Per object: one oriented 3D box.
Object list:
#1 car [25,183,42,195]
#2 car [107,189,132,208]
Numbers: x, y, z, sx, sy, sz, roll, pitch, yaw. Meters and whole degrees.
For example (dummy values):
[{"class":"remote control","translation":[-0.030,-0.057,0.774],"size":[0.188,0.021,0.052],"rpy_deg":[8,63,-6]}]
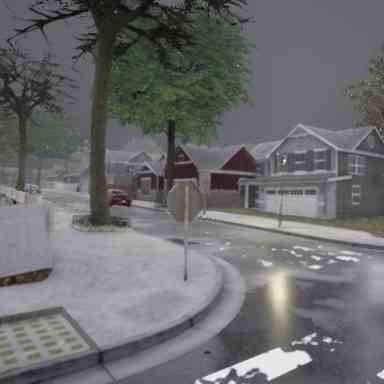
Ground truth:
[{"class":"car","translation":[-21.545,-0.422,44.686],"size":[1.812,1.442,4.674],"rpy_deg":[1,1,-35]},{"class":"car","translation":[-6.805,0.482,28.362],"size":[1.882,1.535,5.008],"rpy_deg":[2,2,-35]}]
